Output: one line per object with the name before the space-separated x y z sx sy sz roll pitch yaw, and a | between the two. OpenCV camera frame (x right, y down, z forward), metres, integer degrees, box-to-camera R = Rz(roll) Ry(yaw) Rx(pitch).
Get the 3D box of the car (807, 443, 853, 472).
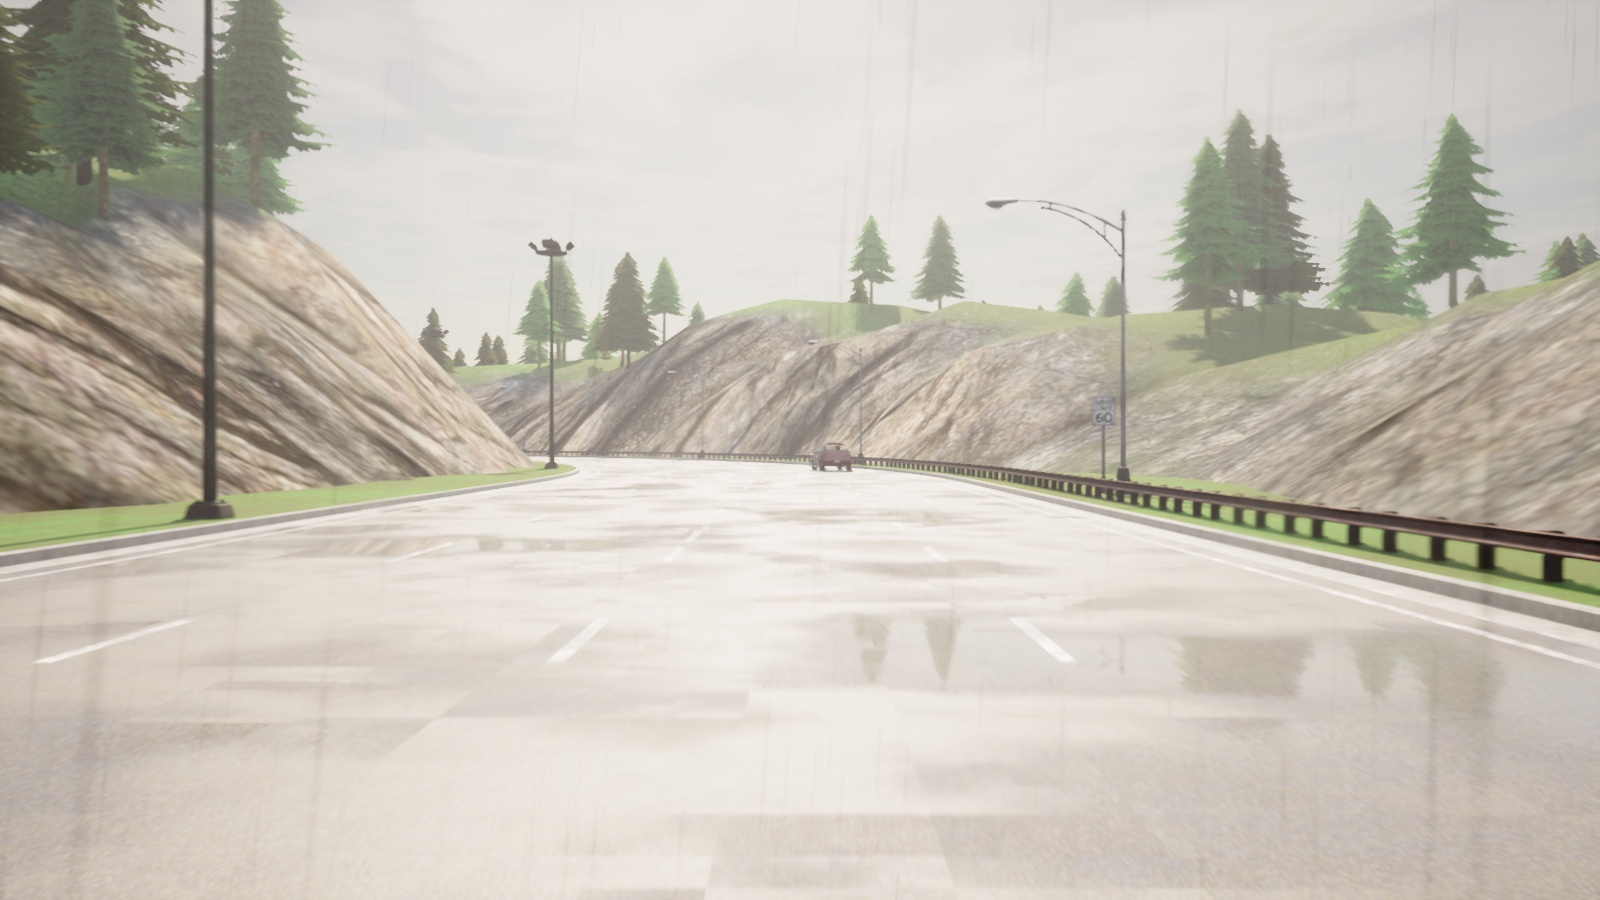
car | 1.575 0.388 67.063 1.845 1.501 3.633 0 0 -9
